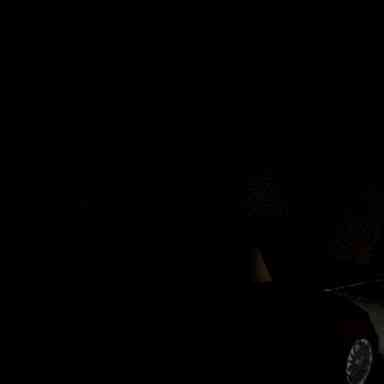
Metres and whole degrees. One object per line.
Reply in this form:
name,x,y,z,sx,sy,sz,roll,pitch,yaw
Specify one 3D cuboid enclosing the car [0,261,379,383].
car,0.112,1.530,3.622,4.674,1.442,1.812,1,0,-34
